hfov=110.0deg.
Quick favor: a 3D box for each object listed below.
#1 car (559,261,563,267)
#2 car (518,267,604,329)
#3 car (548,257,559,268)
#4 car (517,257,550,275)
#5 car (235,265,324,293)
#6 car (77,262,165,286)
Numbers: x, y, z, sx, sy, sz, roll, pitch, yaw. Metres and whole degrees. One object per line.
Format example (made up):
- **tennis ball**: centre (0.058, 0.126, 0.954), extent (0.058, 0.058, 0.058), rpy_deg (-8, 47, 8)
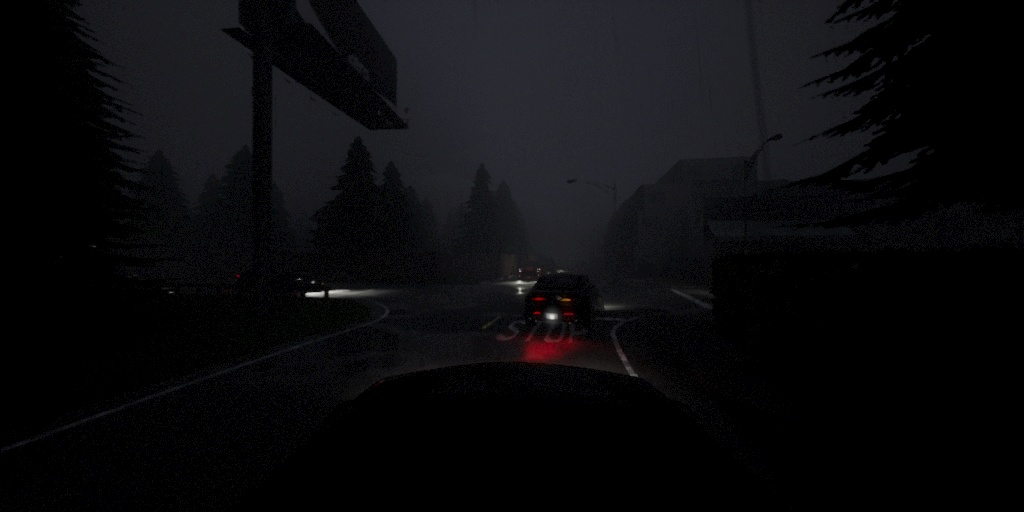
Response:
- **car**: centre (7.014, 1.433, 57.196), extent (1.882, 1.535, 5.008), rpy_deg (0, 0, 12)
- **car**: centre (1.773, 1.292, 11.541), extent (1.837, 1.490, 4.892), rpy_deg (-1, 0, 18)
- **car**: centre (3.995, 1.120, 42.695), extent (2.150, 2.045, 5.566), rpy_deg (0, 0, 12)
- **car**: centre (1.857, 1.210, 32.231), extent (2.097, 1.767, 4.553), rpy_deg (0, 0, 12)
- **car**: centre (-12.254, 1.170, 18.972), extent (4.181, 1.385, 1.994), rpy_deg (0, 0, 11)
- **car**: centre (-22.964, 1.067, 20.978), extent (5.008, 1.535, 1.882), rpy_deg (0, 0, 11)
